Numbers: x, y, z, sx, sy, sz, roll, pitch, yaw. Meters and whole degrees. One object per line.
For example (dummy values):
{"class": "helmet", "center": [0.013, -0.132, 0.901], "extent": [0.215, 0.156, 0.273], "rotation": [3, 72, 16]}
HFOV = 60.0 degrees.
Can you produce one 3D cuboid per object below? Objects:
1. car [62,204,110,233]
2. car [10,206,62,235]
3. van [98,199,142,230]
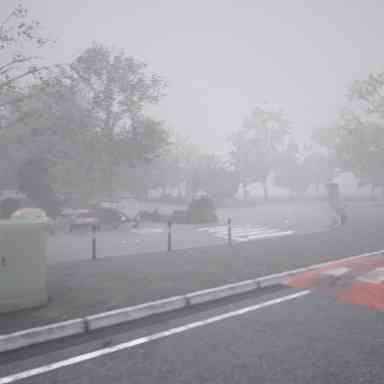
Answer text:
{"class": "car", "center": [-7.410, 1.685, 21.488], "extent": [2.163, 1.488, 4.792], "rotation": [1, 0, -36]}
{"class": "car", "center": [-9.544, 1.629, 19.698], "extent": [1.946, 1.575, 5.366], "rotation": [1, 0, -36]}
{"class": "van", "center": [-5.067, 1.453, 22.982], "extent": [1.878, 1.987, 4.442], "rotation": [1, 0, -36]}
